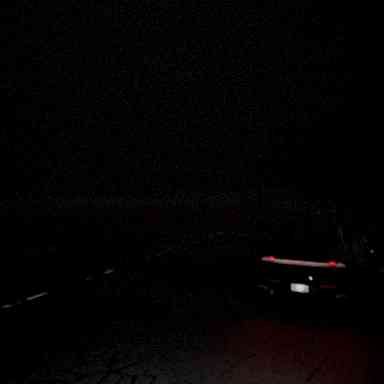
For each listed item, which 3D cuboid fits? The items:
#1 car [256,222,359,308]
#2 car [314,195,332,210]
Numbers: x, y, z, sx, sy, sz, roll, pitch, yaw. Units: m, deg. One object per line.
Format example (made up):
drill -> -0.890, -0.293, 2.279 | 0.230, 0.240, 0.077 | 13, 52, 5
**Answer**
car -> 2.890, 1.476, 8.059 | 2.128, 1.511, 4.902 | 0, 0, 24
car -> 18.963, 1.454, 48.116 | 2.150, 2.045, 5.566 | 0, 0, 19
